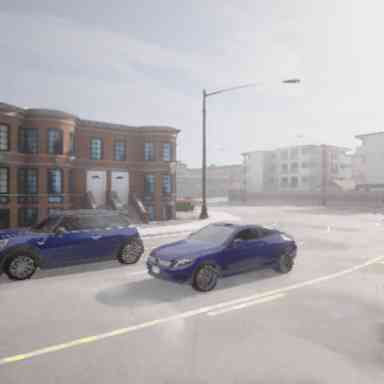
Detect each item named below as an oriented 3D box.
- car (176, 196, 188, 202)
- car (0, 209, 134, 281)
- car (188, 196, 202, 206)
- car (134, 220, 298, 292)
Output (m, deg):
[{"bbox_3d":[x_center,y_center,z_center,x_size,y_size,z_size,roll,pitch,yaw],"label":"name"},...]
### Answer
[{"bbox_3d":[-3.282,1.545,54.541,1.882,1.535,5.008,0,0,-34],"label":"car"},{"bbox_3d":[-3.781,1.358,10.021,4.553,1.767,2.097,0,0,-37],"label":"car"},{"bbox_3d":[0.379,1.427,55.367,2.097,1.767,4.553,0,0,-34],"label":"car"},{"bbox_3d":[1.019,1.540,9.099,4.674,1.442,1.812,0,0,-37],"label":"car"}]
